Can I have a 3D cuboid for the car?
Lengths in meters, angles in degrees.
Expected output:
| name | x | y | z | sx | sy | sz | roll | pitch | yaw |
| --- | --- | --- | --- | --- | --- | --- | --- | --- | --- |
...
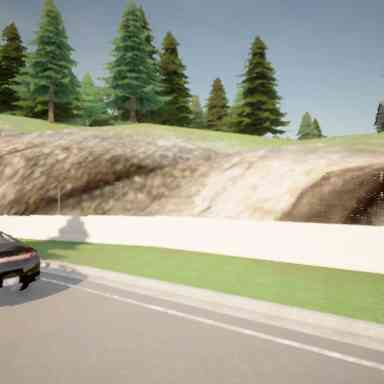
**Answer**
| name | x | y | z | sx | sy | sz | roll | pitch | yaw |
| --- | --- | --- | --- | --- | --- | --- | --- | --- | --- |
| car | -5.611 | 1.541 | 7.672 | 4.902 | 1.511 | 2.128 | 0 | 0 | 30 |
